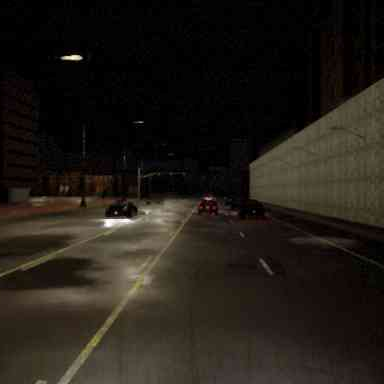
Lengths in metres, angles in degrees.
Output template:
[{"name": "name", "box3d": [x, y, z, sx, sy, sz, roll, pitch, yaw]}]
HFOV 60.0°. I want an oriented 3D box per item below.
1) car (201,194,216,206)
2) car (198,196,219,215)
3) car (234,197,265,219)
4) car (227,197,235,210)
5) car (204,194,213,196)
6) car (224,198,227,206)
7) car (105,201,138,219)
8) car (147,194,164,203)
[{"name": "car", "box3d": [2.443, 1.151, 49.775, 2.097, 1.767, 4.553, 0, 0, 3]}, {"name": "car", "box3d": [1.561, 1.420, 31.717, 2.033, 1.411, 5.357, 0, 0, 4]}, {"name": "car", "box3d": [4.978, 1.377, 28.517, 1.882, 1.535, 5.008, 0, 0, 3]}, {"name": "car", "box3d": [5.533, 1.333, 39.554, 1.882, 1.535, 5.008, 0, 0, 3]}, {"name": "car", "box3d": [1.978, 1.328, 40.550, 2.128, 1.511, 4.902, 0, 0, 3]}, {"name": "car", "box3d": [5.968, 1.376, 50.162, 1.994, 1.385, 4.181, 0, 0, 3]}, {"name": "car", "box3d": [-5.772, 1.425, 27.648, 1.994, 1.385, 4.181, 0, 0, 3]}, {"name": "car", "box3d": [-4.846, 1.037, 44.206, 1.812, 1.442, 4.674, 0, 0, 3]}]
